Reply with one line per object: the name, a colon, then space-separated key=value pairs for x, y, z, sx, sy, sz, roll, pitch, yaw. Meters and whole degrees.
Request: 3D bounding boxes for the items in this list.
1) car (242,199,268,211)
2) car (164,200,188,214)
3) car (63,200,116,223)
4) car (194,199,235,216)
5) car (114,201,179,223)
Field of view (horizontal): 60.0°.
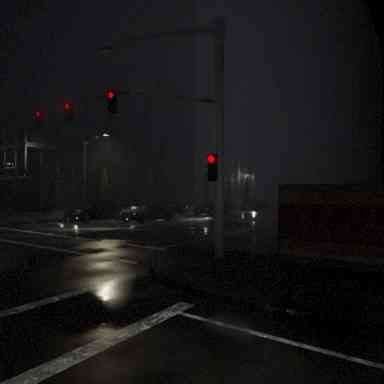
car: x=8.054 y=1.581 z=41.953 sx=1.812 sy=1.442 sz=4.674 roll=0 pitch=0 yaw=36
car: x=-2.376 y=1.560 z=33.408 sx=1.837 sy=1.490 sz=4.892 roll=0 pitch=0 yaw=36
car: x=-7.689 y=1.407 z=25.973 sx=2.097 sy=1.767 sz=4.553 roll=0 pitch=0 yaw=36
car: x=2.088 y=1.533 z=33.631 sx=1.882 sy=1.535 sz=5.008 roll=0 pitch=0 yaw=35
car: x=-3.424 y=1.656 z=25.925 sx=1.895 sy=1.301 sz=4.718 roll=0 pitch=0 yaw=36
